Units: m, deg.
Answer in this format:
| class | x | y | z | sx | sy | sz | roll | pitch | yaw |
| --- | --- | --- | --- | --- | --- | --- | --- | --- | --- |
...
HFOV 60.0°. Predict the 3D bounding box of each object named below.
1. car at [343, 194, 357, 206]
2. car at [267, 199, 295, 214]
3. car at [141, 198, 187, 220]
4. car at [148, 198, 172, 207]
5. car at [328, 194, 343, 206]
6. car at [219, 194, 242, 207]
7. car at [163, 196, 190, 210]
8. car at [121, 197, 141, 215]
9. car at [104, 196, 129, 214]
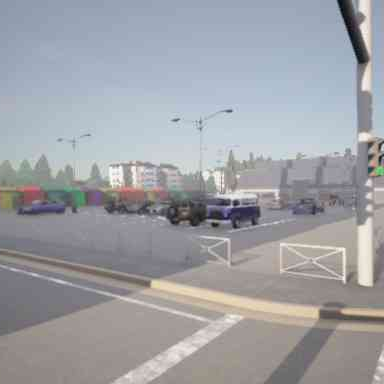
| class | x | y | z | sx | sy | sz | roll | pitch | yaw |
| --- | --- | --- | --- | --- | --- | --- | --- | --- | --- |
| car | 25.697 | 1.296 | 52.224 | 1.932 | 1.855 | 4.605 | 0 | 0 | 36 |
| car | 10.866 | 1.557 | 41.519 | 1.970 | 1.475 | 3.806 | 0 | 0 | 36 |
| car | -2.731 | 1.579 | 32.776 | 1.970 | 1.475 | 3.806 | 0 | 0 | 36 |
| car | -5.090 | 1.638 | 53.232 | 1.784 | 1.438 | 3.905 | 0 | 0 | 36 |
| car | 23.398 | 1.316 | 53.984 | 1.905 | 1.878 | 3.866 | 0 | 0 | 36 |
| car | 7.573 | 1.426 | 65.586 | 1.905 | 1.878 | 3.866 | 0 | 0 | 36 |
| car | -2.797 | 1.411 | 51.464 | 1.932 | 1.855 | 4.605 | 0 | 0 | 36 |
| car | -5.063 | 1.564 | 34.493 | 1.784 | 1.438 | 3.905 | 0 | 0 | 36 |
| car | -7.254 | 1.369 | 36.044 | 1.932 | 1.855 | 4.605 | 0 | 0 | 36 |
